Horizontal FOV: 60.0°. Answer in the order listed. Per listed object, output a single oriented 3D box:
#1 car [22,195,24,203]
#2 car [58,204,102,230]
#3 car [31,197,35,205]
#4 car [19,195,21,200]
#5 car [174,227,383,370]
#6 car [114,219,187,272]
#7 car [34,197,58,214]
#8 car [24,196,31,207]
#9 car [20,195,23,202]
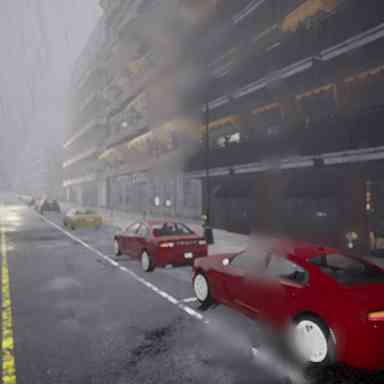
[{"bbox_3d":[-26.482,1.510,55.057,1.887,1.381,4.507,1,0,-30],"label":"car"},{"bbox_3d":[-6.898,1.518,20.724,1.752,1.417,4.829,1,0,-30],"label":"car"},{"bbox_3d":[-18.052,1.561,40.281,1.802,1.307,4.206,1,0,-30],"label":"car"},{"bbox_3d":[-32.101,1.504,64.908,2.008,1.369,4.403,1,0,-30],"label":"car"},{"bbox_3d":[1.615,1.540,5.798,1.887,1.381,4.507,1,0,-30],"label":"car"},{"bbox_3d":[-1.195,1.540,10.724,1.887,1.381,4.507,1,0,-30],"label":"car"},{"bbox_3d":[-15.242,1.424,35.354,1.967,1.590,4.097,1,0,-30],"label":"car"},{"bbox_3d":[-23.670,1.410,50.131,1.967,1.590,4.097,1,0,-30],"label":"car"},{"bbox_3d":[-29.291,1.510,59.982,2.008,1.369,4.403,1,0,-30],"label":"car"}]
